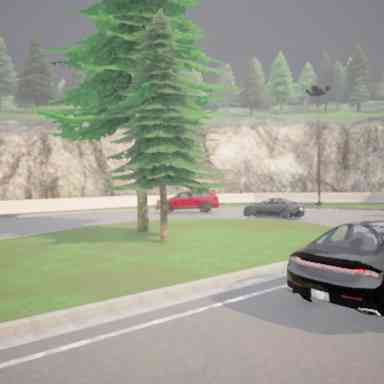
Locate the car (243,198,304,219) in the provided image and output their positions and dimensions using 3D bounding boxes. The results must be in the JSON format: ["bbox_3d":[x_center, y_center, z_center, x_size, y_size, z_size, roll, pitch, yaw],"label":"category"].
[{"bbox_3d":[5.689,1.111,23.446,4.181,1.385,1.994,0,1,39],"label":"car"}]

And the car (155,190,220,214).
[{"bbox_3d":[-0.397,0.805,28.926,5.566,2.045,2.150,-1,0,0],"label":"car"}]

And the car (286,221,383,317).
[{"bbox_3d":[3.913,1.320,6.557,4.902,1.511,2.128,-2,1,-37],"label":"car"}]
